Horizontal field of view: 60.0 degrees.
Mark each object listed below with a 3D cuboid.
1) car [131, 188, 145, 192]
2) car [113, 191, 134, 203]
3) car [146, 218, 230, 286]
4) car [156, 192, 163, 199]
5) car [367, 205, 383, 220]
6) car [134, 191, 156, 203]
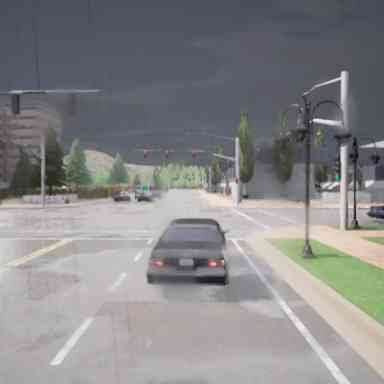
[{"bbox_3d":[-10.454,0.565,67.809,2.128,1.511,4.902,0,1,0],"label":"car"},{"bbox_3d":[-10.545,0.913,50.123,1.895,1.301,4.718,0,1,0],"label":"car"},{"bbox_3d":[0.062,1.420,9.154,2.033,1.411,5.357,0,1,4],"label":"car"},{"bbox_3d":[-6.969,0.639,66.290,2.033,1.411,5.357,0,1,1],"label":"car"},{"bbox_3d":[14.230,1.255,21.184,5.357,1.411,2.033,0,1,3],"label":"car"},{"bbox_3d":[-7.045,0.914,50.094,1.895,1.301,4.718,0,1,0],"label":"car"}]
